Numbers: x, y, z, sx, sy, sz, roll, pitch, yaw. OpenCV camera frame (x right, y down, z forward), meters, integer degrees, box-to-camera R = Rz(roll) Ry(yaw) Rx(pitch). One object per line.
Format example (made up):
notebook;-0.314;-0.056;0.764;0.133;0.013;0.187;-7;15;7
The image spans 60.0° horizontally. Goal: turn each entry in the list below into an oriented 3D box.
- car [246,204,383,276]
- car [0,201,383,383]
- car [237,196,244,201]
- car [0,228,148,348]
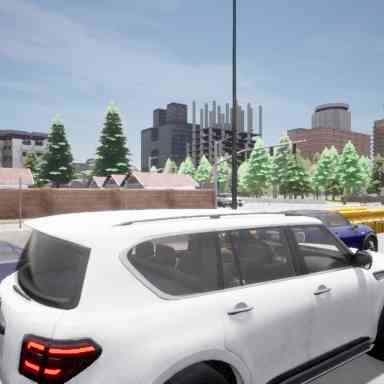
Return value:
car;4.189;1.352;11.023;4.553;1.767;2.097;0;0;-35
car;0.649;1.221;4.205;5.566;2.045;2.150;0;0;-36
car;5.677;1.221;51.810;2.150;2.045;5.566;0;0;-33
car;-3.591;1.547;5.486;5.357;1.411;2.033;0;0;-36
